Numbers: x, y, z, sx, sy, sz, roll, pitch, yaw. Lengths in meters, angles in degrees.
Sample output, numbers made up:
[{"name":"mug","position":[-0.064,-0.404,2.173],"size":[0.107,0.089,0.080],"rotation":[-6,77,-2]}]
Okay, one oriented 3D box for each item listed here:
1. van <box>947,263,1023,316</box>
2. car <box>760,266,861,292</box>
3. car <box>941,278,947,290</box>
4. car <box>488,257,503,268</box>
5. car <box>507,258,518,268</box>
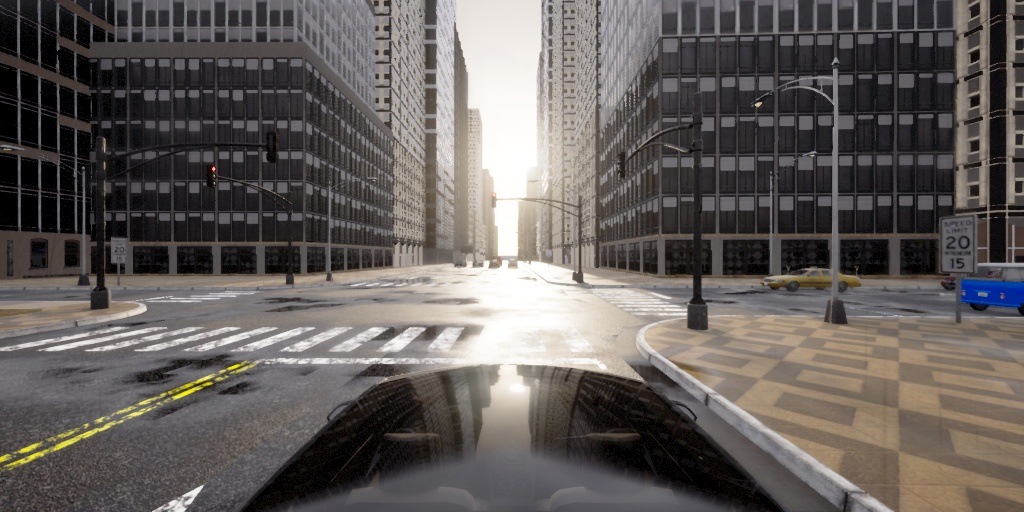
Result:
[{"name":"van","position":[18.382,1.118,12.524],"size":[3.998,1.789,1.690],"rotation":[0,0,2]},{"name":"car","position":[17.131,1.292,20.699],"size":[4.829,1.417,1.751],"rotation":[0,0,2]},{"name":"car","position":[26.964,1.356,20.190],"size":[4.207,1.307,1.802],"rotation":[0,0,2]},{"name":"car","position":[-3.105,1.383,63.331],"size":[1.812,1.442,4.674],"rotation":[0,0,0]},{"name":"car","position":[0.146,1.405,63.323],"size":[2.033,1.411,5.357],"rotation":[0,0,0]}]
